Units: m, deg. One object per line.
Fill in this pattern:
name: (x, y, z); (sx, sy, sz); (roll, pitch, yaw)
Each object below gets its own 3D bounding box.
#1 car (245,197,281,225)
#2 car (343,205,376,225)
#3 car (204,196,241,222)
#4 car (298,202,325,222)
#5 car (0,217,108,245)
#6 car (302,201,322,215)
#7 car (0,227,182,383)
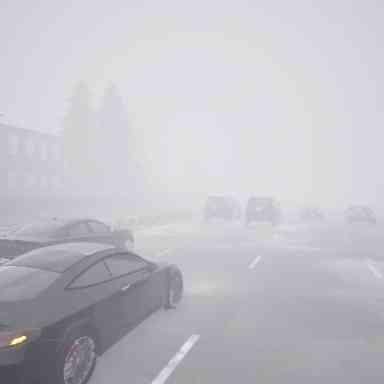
car: (5.547, 1.388, 25.656); (2.150, 2.045, 5.566); (0, 0, 20)
car: (13.257, 1.772, 26.463); (2.033, 1.411, 5.357); (0, 0, 20)
car: (2.648, 1.381, 27.953); (2.150, 2.045, 5.566); (0, 0, 19)
car: (10.518, 1.745, 29.220); (1.812, 1.442, 4.674); (0, 0, 20)
car: (-3.625, 1.503, 10.260); (1.882, 1.535, 5.008); (0, 0, 20)
car: (13.980, 1.856, 38.937); (1.994, 1.385, 4.181); (0, 0, 18)
car: (-1.679, 1.539, 5.270); (1.812, 1.442, 4.674); (0, 0, 20)
